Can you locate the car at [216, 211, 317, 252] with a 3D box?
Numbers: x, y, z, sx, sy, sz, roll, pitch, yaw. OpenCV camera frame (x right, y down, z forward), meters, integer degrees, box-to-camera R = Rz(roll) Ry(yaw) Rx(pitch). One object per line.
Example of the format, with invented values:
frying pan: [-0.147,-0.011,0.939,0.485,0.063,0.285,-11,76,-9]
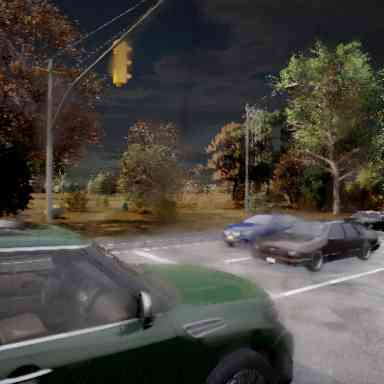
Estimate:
car: [3.470,1.652,15.083,4.674,1.442,1.812,1,0,-36]

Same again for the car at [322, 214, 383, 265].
car: [4.477,1.660,11.460,5.357,1.411,2.033,1,0,-37]

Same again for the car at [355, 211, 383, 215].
car: [10.851,1.828,20.419,4.718,1.301,1.895,1,0,-36]

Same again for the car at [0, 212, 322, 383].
car: [-1.612,1.224,2.611,5.566,2.045,2.150,0,0,-35]
